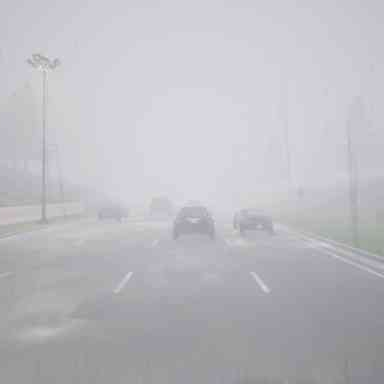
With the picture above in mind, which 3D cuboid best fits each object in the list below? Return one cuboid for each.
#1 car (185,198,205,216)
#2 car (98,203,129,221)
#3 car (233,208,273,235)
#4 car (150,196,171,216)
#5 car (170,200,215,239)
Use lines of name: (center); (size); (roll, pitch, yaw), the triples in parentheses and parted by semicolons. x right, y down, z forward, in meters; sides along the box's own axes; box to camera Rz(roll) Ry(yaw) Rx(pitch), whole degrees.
car: (0.338, 1.631, 37.093); (2.097, 1.767, 4.553); (0, 0, 2)
car: (-6.847, 1.712, 29.298); (2.128, 1.511, 4.902); (0, 0, 1)
car: (3.600, 1.676, 19.988); (1.812, 1.442, 4.674); (0, 0, 0)
car: (-3.207, 1.493, 36.100); (2.150, 2.045, 5.566); (0, 0, 2)
car: (0.100, 1.491, 18.445); (2.097, 1.767, 4.553); (0, 0, 0)
